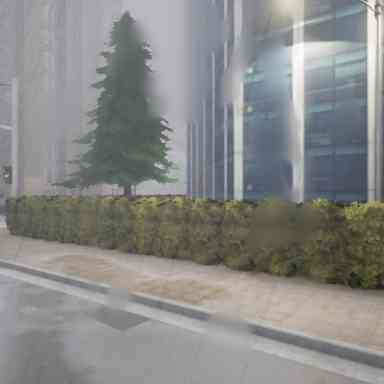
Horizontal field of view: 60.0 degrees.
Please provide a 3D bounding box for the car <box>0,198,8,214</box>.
[{"bbox_3d":[-18.816,1.349,32.047,2.097,1.767,4.553,0,0,36],"label":"car"}]
